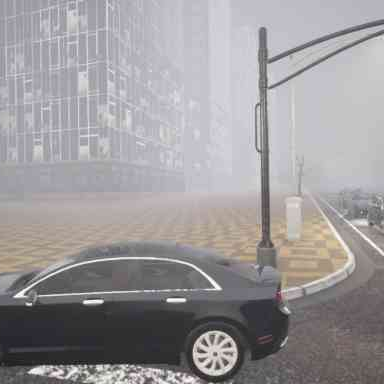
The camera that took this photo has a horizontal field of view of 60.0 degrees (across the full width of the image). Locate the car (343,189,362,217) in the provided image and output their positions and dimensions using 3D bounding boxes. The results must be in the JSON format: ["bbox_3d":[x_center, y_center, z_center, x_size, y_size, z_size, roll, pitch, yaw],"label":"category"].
[{"bbox_3d":[10.964,0.759,20.757,1.994,1.385,4.181,-1,2,17],"label":"car"}]

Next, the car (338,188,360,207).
[{"bbox_3d":[12.938,0.453,26.828,2.128,1.511,4.902,-1,2,18],"label":"car"}]

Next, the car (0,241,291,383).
[{"bbox_3d":[-1.121,1.505,4.786,4.892,1.490,1.837,0,0,0],"label":"car"}]

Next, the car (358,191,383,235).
[{"bbox_3d":[8.937,0.928,14.456,2.128,1.511,4.902,-1,2,18],"label":"car"}]
